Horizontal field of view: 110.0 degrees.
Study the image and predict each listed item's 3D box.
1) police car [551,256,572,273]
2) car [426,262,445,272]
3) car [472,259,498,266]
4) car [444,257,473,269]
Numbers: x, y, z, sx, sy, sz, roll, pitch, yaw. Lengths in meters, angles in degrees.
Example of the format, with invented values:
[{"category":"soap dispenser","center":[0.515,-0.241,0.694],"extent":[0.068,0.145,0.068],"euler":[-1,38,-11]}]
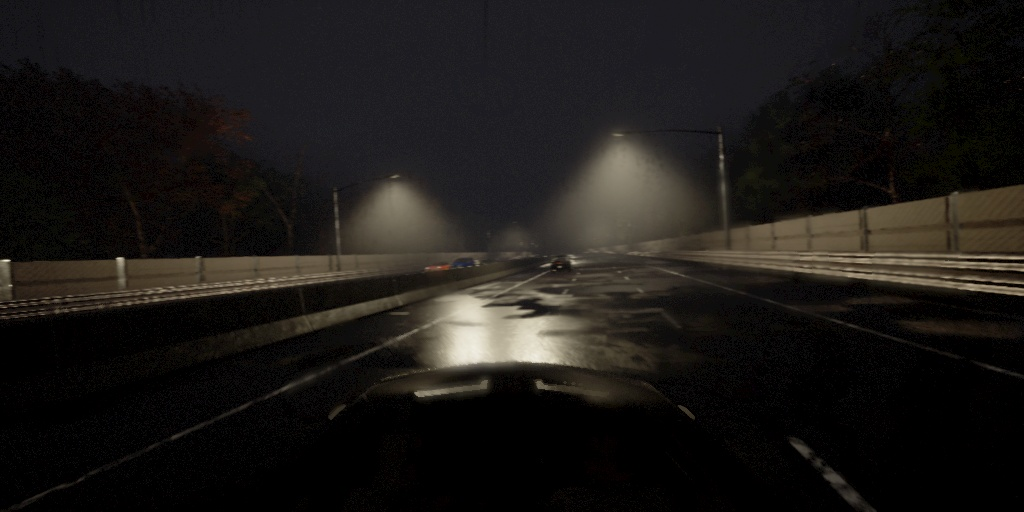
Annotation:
[{"category":"police car","center":[5.088,0.794,36.504],"extent":[1.930,1.638,5.238],"euler":[-3,0,13]},{"category":"car","center":[-10.026,1.608,49.246],"extent":[2.097,1.767,4.553],"euler":[-3,0,13]},{"category":"car","center":[-3.156,1.190,47.904],"extent":[2.097,1.767,4.553],"euler":[-3,0,13]},{"category":"car","center":[-6.621,1.264,48.423],"extent":[2.150,2.045,5.566],"euler":[-3,0,13]}]
